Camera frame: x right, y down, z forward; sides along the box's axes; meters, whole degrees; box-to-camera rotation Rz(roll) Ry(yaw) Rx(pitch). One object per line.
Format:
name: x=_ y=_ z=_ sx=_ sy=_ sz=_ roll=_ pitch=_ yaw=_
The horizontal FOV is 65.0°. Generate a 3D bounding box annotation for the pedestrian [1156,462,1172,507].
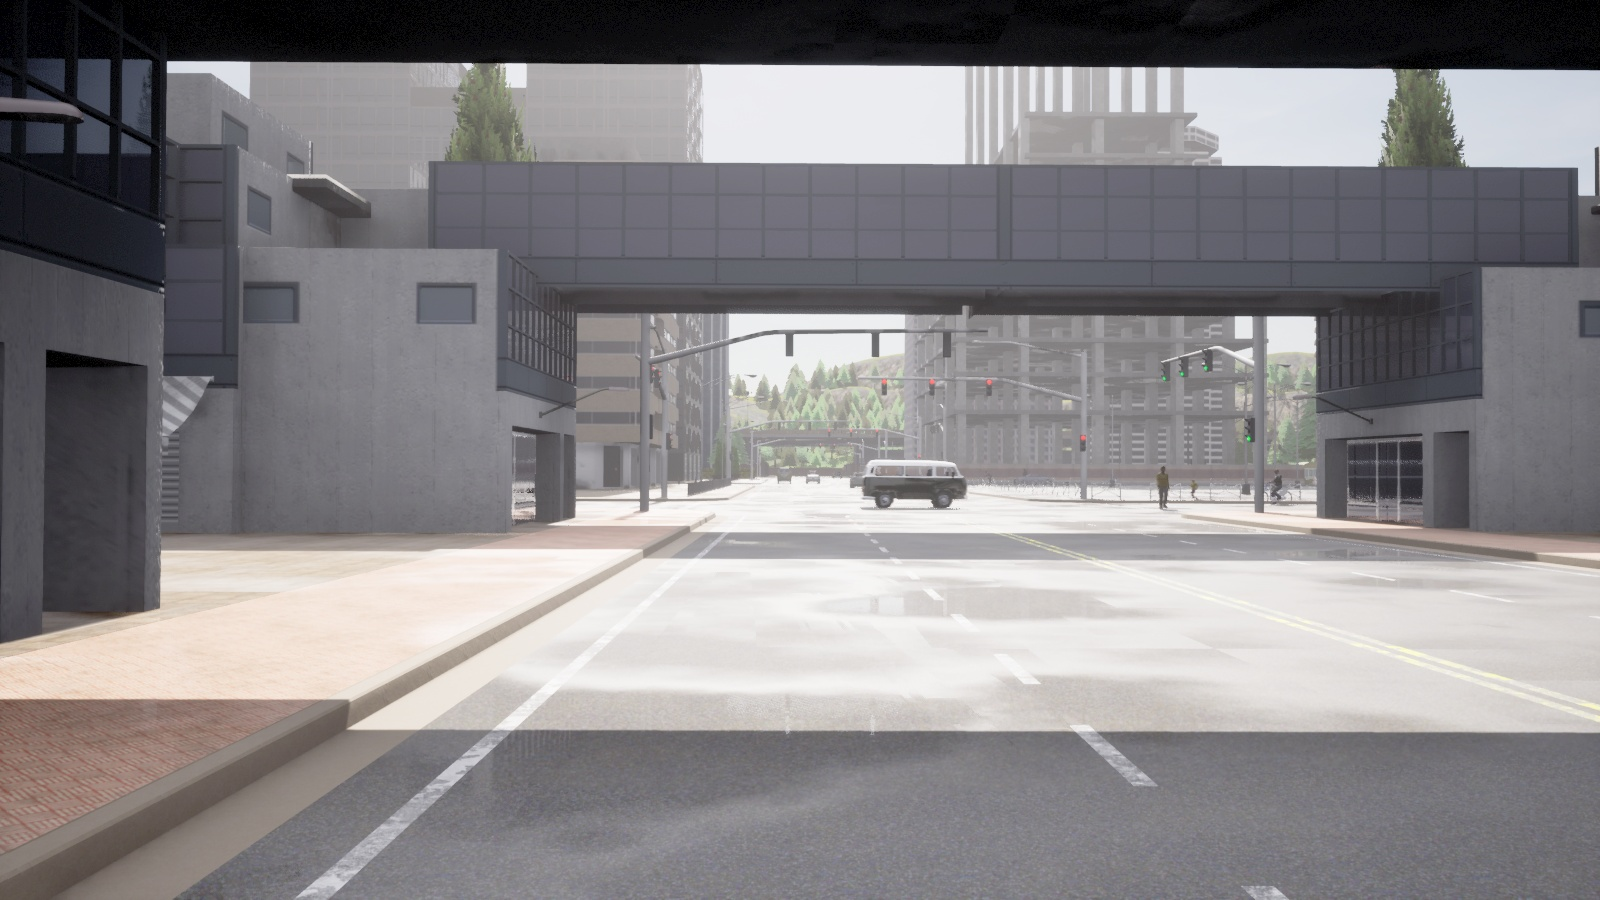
pedestrian: x=14.973 y=1.415 z=51.695 sx=0.431 sy=1.840 sz=0.709 roll=0 pitch=-1 yaw=-3

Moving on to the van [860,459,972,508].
van: x=4.848 y=1.406 z=53.016 sx=4.480 sy=2.038 sz=2.069 roll=0 pitch=-1 yaw=-1

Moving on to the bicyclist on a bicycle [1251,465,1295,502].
bicyclist on a bicycle: x=22.648 y=1.602 z=60.157 sx=1.843 sy=1.776 sz=0.659 roll=0 pitch=-1 yaw=0
